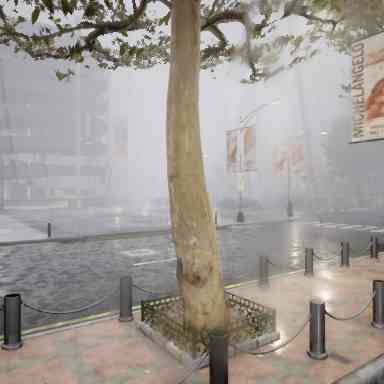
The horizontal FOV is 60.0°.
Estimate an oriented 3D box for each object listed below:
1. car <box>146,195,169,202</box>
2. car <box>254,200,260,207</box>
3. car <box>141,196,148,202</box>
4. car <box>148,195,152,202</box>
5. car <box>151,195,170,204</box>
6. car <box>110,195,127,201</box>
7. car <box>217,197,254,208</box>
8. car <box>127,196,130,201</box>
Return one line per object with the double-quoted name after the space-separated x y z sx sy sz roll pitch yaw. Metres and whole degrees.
-7.966 1.525 77.300 4.902 1.511 2.128 0 0 26 "car"
8.090 1.504 50.477 1.837 1.490 4.892 0 0 -36 "car"
-8.987 1.478 73.888 5.008 1.535 1.882 0 0 30 "car"
-5.834 1.548 67.372 5.357 1.411 2.033 0 0 40 "car"
-4.747 1.477 61.526 5.008 1.535 1.882 0 0 44 "car"
-18.523 1.427 77.742 5.008 1.535 1.882 0 0 12 "car"
5.809 1.547 47.682 2.033 1.411 5.357 0 0 -35 "car"
-17.563 1.440 81.108 4.892 1.490 1.837 0 0 12 "car"
